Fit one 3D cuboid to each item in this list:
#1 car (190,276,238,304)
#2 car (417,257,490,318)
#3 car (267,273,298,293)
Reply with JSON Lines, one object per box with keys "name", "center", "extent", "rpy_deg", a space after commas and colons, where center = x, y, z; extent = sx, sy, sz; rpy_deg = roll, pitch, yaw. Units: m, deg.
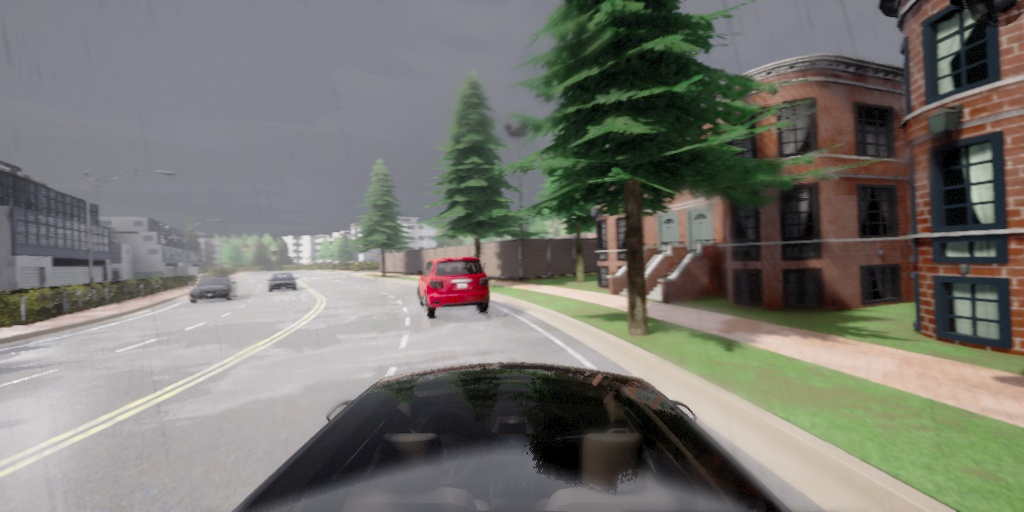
{"name": "car", "center": [-18.315, 2.003, 22.196], "extent": [1.837, 1.490, 4.892], "rpy_deg": [-2, 0, -32]}
{"name": "car", "center": [-2.432, 1.087, 14.083], "extent": [2.150, 2.045, 5.566], "rpy_deg": [-2, 0, -18]}
{"name": "car", "center": [-18.408, 2.061, 28.794], "extent": [2.033, 1.411, 5.357], "rpy_deg": [-2, 0, -33]}
